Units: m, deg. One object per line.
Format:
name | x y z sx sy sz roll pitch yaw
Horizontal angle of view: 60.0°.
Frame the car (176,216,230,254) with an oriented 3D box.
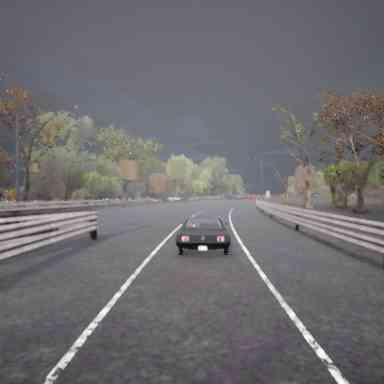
car | 0.494 1.635 13.554 1.895 1.301 4.718 0 0 3
